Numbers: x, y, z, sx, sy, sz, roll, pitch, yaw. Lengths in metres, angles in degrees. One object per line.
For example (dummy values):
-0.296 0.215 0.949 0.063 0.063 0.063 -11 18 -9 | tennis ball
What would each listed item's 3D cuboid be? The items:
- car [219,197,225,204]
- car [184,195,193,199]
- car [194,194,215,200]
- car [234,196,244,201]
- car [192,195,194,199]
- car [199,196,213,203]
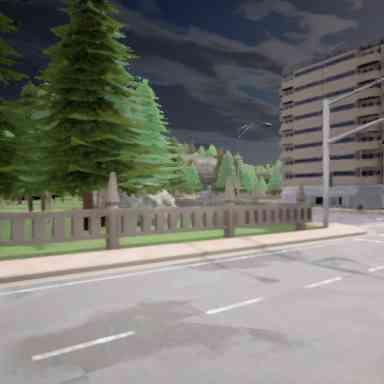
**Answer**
6.389 1.718 65.999 1.994 1.385 4.181 0 0 13 | car
-1.417 1.611 52.527 1.812 1.442 4.674 0 0 -7 | car
2.165 1.317 51.205 2.150 2.045 5.566 0 0 -9 | car
10.265 1.724 76.472 2.128 1.511 4.902 0 0 32 | car
-0.559 1.329 68.436 1.882 1.535 5.008 0 0 14 | car
2.825 1.457 67.546 1.895 1.301 4.718 0 0 14 | car
